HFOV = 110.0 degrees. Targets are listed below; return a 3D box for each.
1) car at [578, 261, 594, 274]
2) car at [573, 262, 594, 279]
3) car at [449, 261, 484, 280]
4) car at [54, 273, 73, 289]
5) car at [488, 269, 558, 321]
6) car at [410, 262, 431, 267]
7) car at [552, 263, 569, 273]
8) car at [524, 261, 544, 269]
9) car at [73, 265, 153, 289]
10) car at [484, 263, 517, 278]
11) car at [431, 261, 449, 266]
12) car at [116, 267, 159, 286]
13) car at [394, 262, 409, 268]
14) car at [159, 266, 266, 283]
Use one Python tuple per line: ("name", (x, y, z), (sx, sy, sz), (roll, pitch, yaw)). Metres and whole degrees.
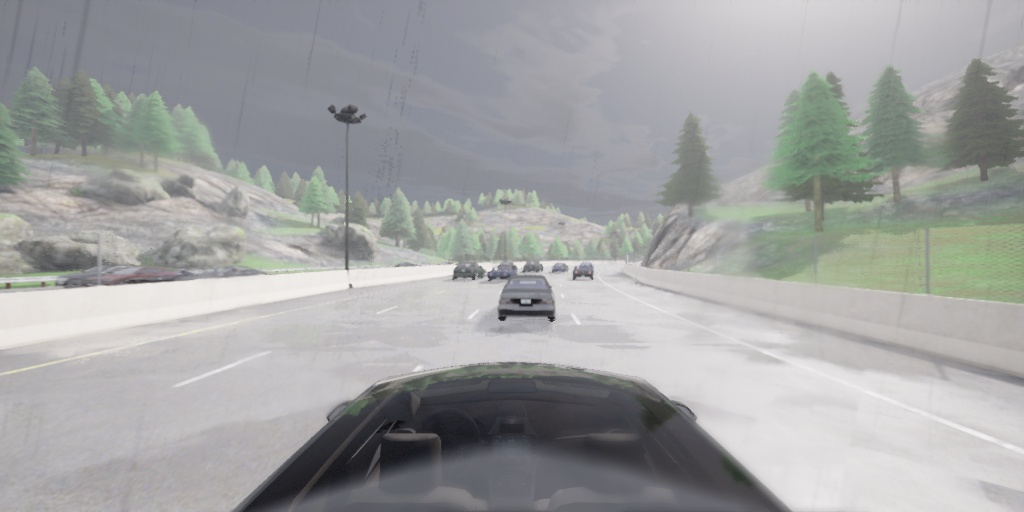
("car", (10.030, 1.535, 48.301), (1.882, 1.535, 5.008), (0, 0, 15))
("car", (6.971, 1.571, 35.195), (1.895, 1.301, 4.718), (0, 0, 11))
("car", (-3.953, 1.301, 33.583), (2.097, 1.767, 4.553), (0, 0, 9))
("car", (-26.730, 1.354, 23.864), (2.128, 1.511, 4.902), (0, 0, 6))
("car", (0.566, 1.369, 12.811), (2.033, 1.411, 5.357), (0, 0, 4))
("car", (-15.296, 1.719, 62.072), (1.895, 1.301, 4.718), (0, 0, 18))
("car", (6.833, 1.613, 50.220), (2.033, 1.411, 5.357), (0, 0, 16))
("car", (2.997, 1.405, 48.998), (2.097, 1.767, 4.553), (0, -1, 15))
("car", (-23.379, 1.382, 22.383), (1.812, 1.442, 4.674), (0, 0, 6))
("car", (-0.783, 1.541, 31.614), (1.895, 1.301, 4.718), (0, 0, 9))
("car", (-11.661, 1.647, 62.010), (1.812, 1.442, 4.674), (0, 0, 18))
("car", (-19.970, 1.456, 21.517), (1.895, 1.301, 4.718), (0, 0, 6))
("car", (-18.784, 1.681, 62.624), (1.994, 1.385, 4.181), (0, 0, 17))
("car", (-16.526, 1.344, 20.556), (2.128, 1.511, 4.902), (0, 0, 6))
